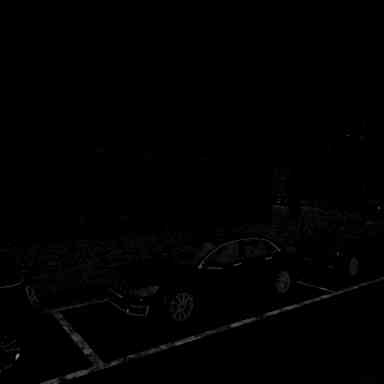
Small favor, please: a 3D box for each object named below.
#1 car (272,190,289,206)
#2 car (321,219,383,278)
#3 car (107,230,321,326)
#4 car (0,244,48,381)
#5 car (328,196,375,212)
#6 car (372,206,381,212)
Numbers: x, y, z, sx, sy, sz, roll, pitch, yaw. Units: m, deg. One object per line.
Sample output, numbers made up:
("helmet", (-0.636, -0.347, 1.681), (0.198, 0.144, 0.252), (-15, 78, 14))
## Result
("car", (9.592, 0.683, 42.033), (2.150, 2.045, 5.566), (0, 1, -36))
("car", (4.889, 1.545, 10.139), (4.507, 1.381, 1.887), (0, 0, -36))
("car", (0.447, 1.551, 6.970), (4.403, 1.369, 2.008), (0, 0, -36))
("car", (-3.995, 1.440, 3.800), (4.097, 1.590, 1.967), (0, 0, -36))
("car", (16.041, 1.171, 33.028), (2.128, 1.511, 4.902), (0, 1, -36))
("car", (9.331, 1.441, 13.309), (4.097, 1.590, 1.967), (0, 0, -36))
